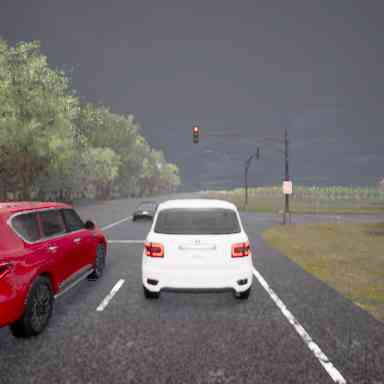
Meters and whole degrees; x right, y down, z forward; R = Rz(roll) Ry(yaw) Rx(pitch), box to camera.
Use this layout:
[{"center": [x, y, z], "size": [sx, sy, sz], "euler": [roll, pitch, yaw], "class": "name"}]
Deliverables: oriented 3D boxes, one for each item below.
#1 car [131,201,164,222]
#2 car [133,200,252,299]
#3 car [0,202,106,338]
[{"center": [-3.398, 1.477, 26.135], "size": [1.994, 1.385, 4.181], "euler": [0, 0, 0], "class": "car"}, {"center": [0.102, 1.193, 8.491], "size": [2.150, 2.045, 5.566], "euler": [0, 0, 0], "class": "car"}, {"center": [-3.400, 1.199, 6.709], "size": [2.150, 2.045, 5.566], "euler": [0, 0, 0], "class": "car"}]
